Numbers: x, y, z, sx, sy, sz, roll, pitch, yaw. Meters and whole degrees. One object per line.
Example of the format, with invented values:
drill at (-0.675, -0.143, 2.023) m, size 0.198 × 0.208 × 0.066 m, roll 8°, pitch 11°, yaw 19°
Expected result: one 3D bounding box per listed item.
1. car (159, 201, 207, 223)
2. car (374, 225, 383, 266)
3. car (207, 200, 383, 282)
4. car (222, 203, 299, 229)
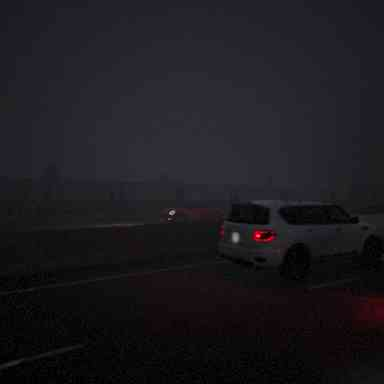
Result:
car at (-0.066, 1.416, 24.297) m, size 4.553 × 1.767 × 2.097 m, roll 0°, pitch 0°, yaw -28°
car at (6.723, 1.543, 7.904) m, size 4.892 × 1.490 × 1.837 m, roll 0°, pitch 0°, yaw -30°
car at (3.430, 1.254, 10.052) m, size 5.566 × 2.045 × 2.150 m, roll 0°, pitch 0°, yaw -31°
car at (4.728, 1.571, 22.894) m, size 4.902 × 1.511 × 2.128 m, roll 0°, pitch 0°, yaw -27°
